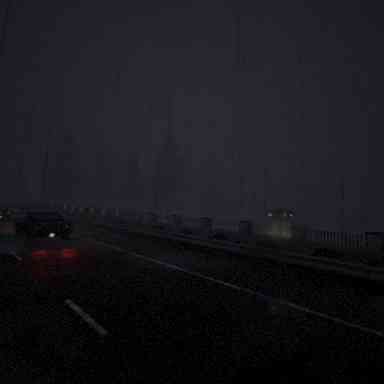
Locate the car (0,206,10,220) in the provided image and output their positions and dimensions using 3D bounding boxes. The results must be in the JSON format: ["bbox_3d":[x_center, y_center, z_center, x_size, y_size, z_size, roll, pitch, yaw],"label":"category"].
[{"bbox_3d":[-18.210,1.942,31.185,1.895,1.301,4.718,0,-1,-36],"label":"car"}]

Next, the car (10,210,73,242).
[{"bbox_3d":[-7.724,1.684,16.981,1.895,1.301,4.718,0,-1,-36],"label":"car"}]
